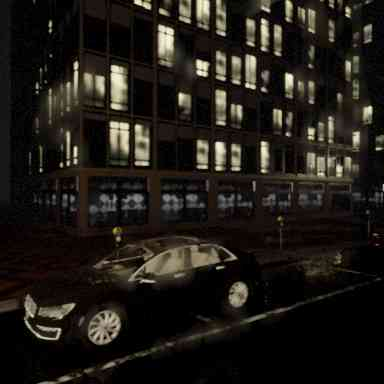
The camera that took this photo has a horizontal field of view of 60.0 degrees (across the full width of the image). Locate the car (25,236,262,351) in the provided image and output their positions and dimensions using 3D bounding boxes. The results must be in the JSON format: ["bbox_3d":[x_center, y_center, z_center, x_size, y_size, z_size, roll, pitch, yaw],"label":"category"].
[{"bbox_3d":[-0.614,1.546,6.118,4.403,1.369,2.008,0,0,-36],"label":"car"}]

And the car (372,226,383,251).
[{"bbox_3d":[8.654,1.519,12.729,4.507,1.381,1.887,0,0,-36],"label":"car"}]
